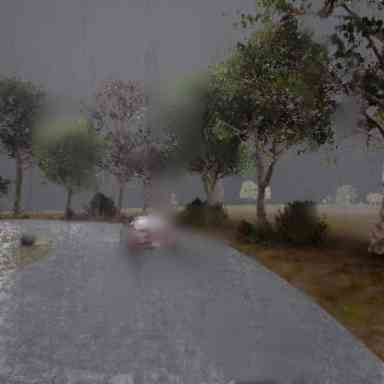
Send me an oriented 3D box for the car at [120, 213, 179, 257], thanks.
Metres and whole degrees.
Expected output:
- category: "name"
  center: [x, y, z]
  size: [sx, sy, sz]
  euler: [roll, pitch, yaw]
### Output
- category: "car"
  center: [-1.785, 1.566, 13.224]
  size: [1.812, 1.442, 4.674]
  euler: [1, 0, -17]
